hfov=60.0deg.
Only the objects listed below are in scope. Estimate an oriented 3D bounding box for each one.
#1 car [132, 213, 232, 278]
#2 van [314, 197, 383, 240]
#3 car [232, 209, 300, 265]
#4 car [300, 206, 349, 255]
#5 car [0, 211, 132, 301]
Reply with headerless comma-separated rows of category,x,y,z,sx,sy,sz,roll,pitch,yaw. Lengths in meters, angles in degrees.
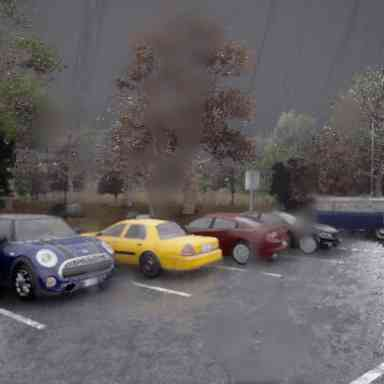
car,-1.705,1.485,10.188,5.366,1.575,1.946,-1,-1,35
van,8.127,1.265,16.903,4.442,1.987,1.878,-1,-1,36
car,0.886,1.486,11.778,5.008,1.535,2.097,-1,-1,35
car,3.324,1.487,13.488,5.008,1.535,2.097,-1,-1,35
car,-4.002,1.359,8.393,4.553,1.767,2.185,-1,-1,35
